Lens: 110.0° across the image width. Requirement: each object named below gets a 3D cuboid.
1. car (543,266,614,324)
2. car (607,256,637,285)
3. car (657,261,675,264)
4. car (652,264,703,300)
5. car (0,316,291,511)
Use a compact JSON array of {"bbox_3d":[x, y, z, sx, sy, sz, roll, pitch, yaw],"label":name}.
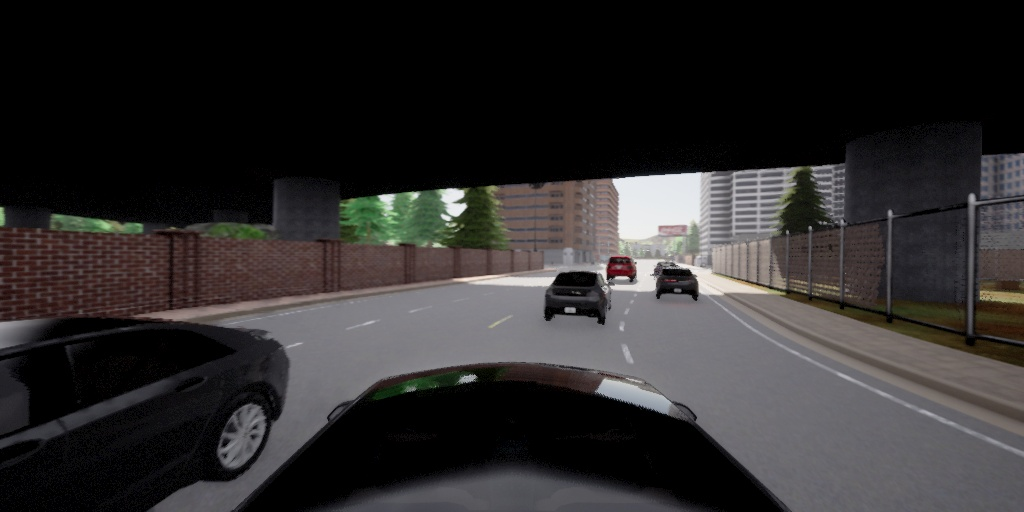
[{"bbox_3d":[2.365,1.264,12.284,1.837,1.490,4.892,0,0,18],"label":"car"},{"bbox_3d":[9.312,1.031,30.414,2.150,2.045,5.566,1,0,22],"label":"car"},{"bbox_3d":[13.717,1.214,32.010,2.097,1.767,4.553,1,0,22],"label":"car"},{"bbox_3d":[8.355,1.325,18.439,1.837,1.490,4.892,1,0,21],"label":"car"},{"bbox_3d":[-3.385,1.212,1.885,1.837,1.490,4.892,0,0,3],"label":"car"}]
